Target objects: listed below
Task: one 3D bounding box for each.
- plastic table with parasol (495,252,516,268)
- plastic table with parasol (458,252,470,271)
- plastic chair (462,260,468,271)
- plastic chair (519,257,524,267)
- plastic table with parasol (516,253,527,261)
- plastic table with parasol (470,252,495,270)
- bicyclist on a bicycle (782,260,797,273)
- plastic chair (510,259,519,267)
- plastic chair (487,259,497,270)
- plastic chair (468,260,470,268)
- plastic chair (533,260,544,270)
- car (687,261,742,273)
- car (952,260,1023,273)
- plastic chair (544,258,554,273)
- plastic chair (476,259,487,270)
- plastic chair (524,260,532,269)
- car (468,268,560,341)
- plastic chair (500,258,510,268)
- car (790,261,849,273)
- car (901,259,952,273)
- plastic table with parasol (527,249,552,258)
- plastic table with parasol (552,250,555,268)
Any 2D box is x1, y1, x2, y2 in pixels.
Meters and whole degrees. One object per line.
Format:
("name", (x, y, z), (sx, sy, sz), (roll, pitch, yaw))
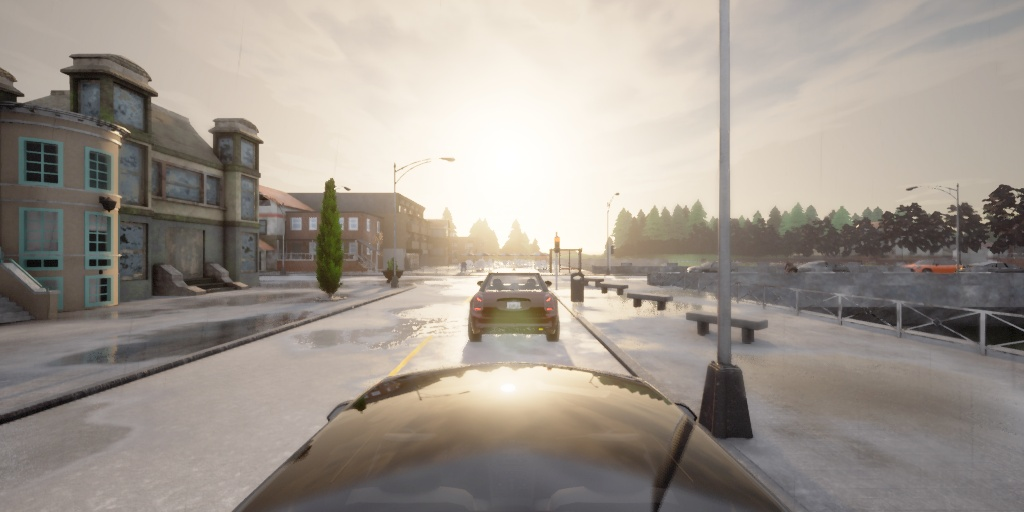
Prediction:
("plastic table with parasol", (-1.029, 0.675, 56.940), (2.482, 2.480, 2.482), (0, 0, 0))
("plastic table with parasol", (-6.950, 0.675, 56.569), (2.482, 2.480, 2.482), (0, 0, 0))
("plastic chair", (-6.880, 1.279, 55.391), (0.750, 1.272, 0.730), (0, 0, 0))
("plastic chair", (1.246, 1.279, 63.364), (0.750, 1.272, 0.730), (0, 0, 0))
("plastic table with parasol", (1.366, 0.675, 64.542), (2.482, 2.480, 2.482), (0, 0, 0))
("plastic table with parasol", (-4.082, 0.675, 49.970), (2.482, 2.480, 2.482), (0, 0, 0))
("bicyclist on a bicycle", (19.889, 1.099, 25.676), (0.582, 1.620, 1.656), (0, 0, 0))
("plastic chair", (0.321, 1.279, 56.835), (0.730, 1.272, 0.750), (0, 0, 0))
("plastic chair", (-2.802, 1.279, 49.846), (0.730, 1.272, 0.750), (0, 0, 0))
("plastic chair", (-5.401, 1.279, 50.054), (0.730, 1.272, 0.750), (0, 0, 0))
("plastic chair", (3.592, 1.279, 47.924), (0.750, 1.272, 0.730), (0, 0, 0))
("car", (19.235, 1.241, 34.077), (4.902, 1.511, 2.128), (0, 0, 0))
("car", (40.464, 1.255, 29.898), (4.892, 1.490, 1.837), (0, 0, 1))
("plastic chair", (4.995, 1.279, 49.020), (0.730, 1.272, 0.750), (0, 0, 0))
("plastic chair", (-4.206, 1.279, 48.750), (0.750, 1.272, 0.730), (0, 0, 0))
("plastic chair", (2.396, 1.279, 49.228), (0.730, 1.272, 0.750), (0, 0, 0))
("car", (0.065, 1.102, 9.995), (2.097, 1.767, 4.553), (0, 0, 1))
("plastic chair", (-1.083, 1.279, 55.740), (0.750, 1.272, 0.730), (0, 0, 0))
("car", (29.035, 1.256, 34.040), (4.892, 1.490, 1.837), (0, 0, 0))
("car", (39.591, 1.102, 33.987), (4.553, 1.767, 2.097), (0, 0, 0))
("plastic table with parasol", (3.736, 0.675, 49.194), (2.482, 2.480, 2.482), (0, 0, 0))
("plastic table with parasol", (5.174, 0.675, 57.819), (2.482, 2.480, 2.482), (0, 0, 0))
